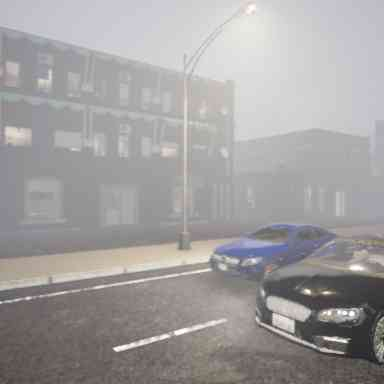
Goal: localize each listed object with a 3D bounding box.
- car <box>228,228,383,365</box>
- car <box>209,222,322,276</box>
[{"bbox_3d":[3.253,1.568,6.003,4.902,1.511,2.128,1,-1,-35],"label":"car"},{"bbox_3d":[2.656,1.621,9.573,4.674,1.442,1.812,1,-1,-36],"label":"car"}]
